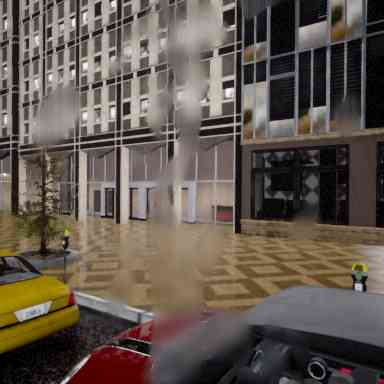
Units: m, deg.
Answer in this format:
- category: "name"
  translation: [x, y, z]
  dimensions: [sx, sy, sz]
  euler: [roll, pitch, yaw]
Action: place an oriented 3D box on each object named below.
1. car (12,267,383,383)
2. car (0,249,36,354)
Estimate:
- category: "car"
  translation: [0.822, 1.440, 2.278]
  dimensions: [4.097, 1.590, 1.967]
  euler: [0, 1, 36]
- category: "car"
  translation: [-3.943, 1.524, 5.678]
  dimensions: [4.829, 1.417, 1.752]
  euler: [0, 1, 36]
